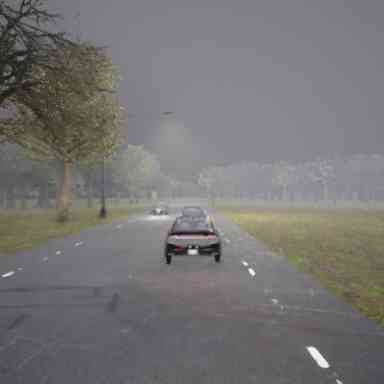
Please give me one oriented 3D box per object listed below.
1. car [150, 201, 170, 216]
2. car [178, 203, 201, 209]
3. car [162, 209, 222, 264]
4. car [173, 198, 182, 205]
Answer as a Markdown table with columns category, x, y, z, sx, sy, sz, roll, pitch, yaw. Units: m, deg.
| category | x | y | z | sx | sy | sz | roll | pitch | yaw |
| --- | --- | --- | --- | --- | --- | --- | --- | --- | --- |
| car | -3.553 | 1.790 | 37.281 | 2.128 | 1.511 | 4.902 | 0 | 0 | -1 |
| car | 0.048 | 1.775 | 25.206 | 2.033 | 1.411 | 5.357 | 0 | 0 | 0 |
| car | 0.052 | 1.614 | 12.342 | 2.128 | 1.511 | 4.902 | 0 | -1 | 1 |
| car | -3.600 | 2.331 | 81.360 | 1.837 | 1.490 | 4.892 | 0 | -1 | -1 |
